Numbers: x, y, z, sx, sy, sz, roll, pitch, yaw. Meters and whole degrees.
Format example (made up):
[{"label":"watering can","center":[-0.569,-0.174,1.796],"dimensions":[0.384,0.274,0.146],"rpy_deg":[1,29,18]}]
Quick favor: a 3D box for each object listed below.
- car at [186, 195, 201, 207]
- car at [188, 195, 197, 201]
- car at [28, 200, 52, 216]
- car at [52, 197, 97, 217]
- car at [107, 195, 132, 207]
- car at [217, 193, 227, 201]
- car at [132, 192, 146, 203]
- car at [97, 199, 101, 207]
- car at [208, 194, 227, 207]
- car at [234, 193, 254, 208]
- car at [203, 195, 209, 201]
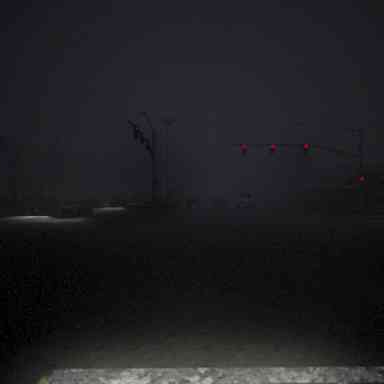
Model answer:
[{"label":"car","center":[0.190,1.393,47.584],"dimensions":[1.837,1.490,4.892],"rpy_deg":[0,0,0]},{"label":"car","center":[0.147,1.367,78.372],"dimensions":[1.994,1.385,4.181],"rpy_deg":[0,0,0]},{"label":"car","center":[-14.037,1.491,32.065],"dimensions":[1.994,1.385,4.181],"rpy_deg":[0,0,0]},{"label":"car","center":[-10.541,1.408,30.361],"dimensions":[1.882,1.535,5.008],"rpy_deg":[0,0,0]},{"label":"car","center":[-10.497,1.488,48.398],"dimensions":[1.895,1.301,4.718],"rpy_deg":[0,0,0]},{"label":"car","center":[7.151,1.164,80.355],"dimensions":[2.097,1.767,4.553],"rpy_deg":[0,0,1]},{"label":"car","center":[-10.405,1.072,64.810],"dimensions":[2.150,2.045,5.566],"rpy_deg":[0,0,1]},{"label":"car","center":[-14.009,1.440,45.532],"dimensions":[2.033,1.411,5.357],"rpy_deg":[0,0,0]},{"label":"car","center":[3.689,1.394,47.415],"dimensions":[1.837,1.490,4.892],"rpy_deg":[0,0,0]},{"label":"car","center":[7.187,1.112,46.541],"dimensions":[2.150,2.045,5.566],"rpy_deg":[0,0,0]},{"label":"car","center":[3.647,1.339,78.400],"dimensions":[2.128,1.511,4.902],"rpy_deg":[0,0,0]}]
